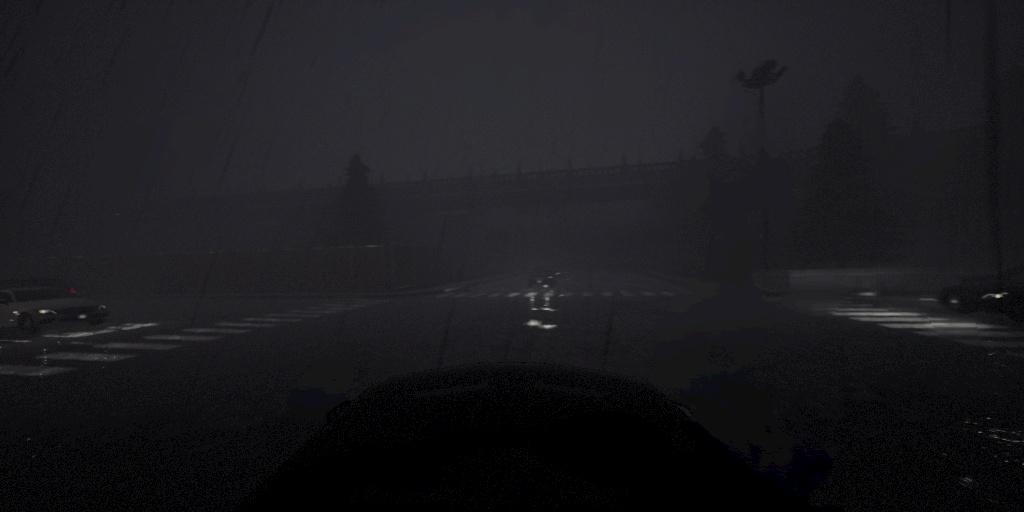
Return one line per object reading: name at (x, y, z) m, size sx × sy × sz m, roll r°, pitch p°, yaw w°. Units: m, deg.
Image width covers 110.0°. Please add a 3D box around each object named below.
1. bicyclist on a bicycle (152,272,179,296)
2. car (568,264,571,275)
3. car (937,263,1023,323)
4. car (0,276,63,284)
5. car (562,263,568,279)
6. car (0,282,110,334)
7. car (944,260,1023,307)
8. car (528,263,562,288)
bicyclist on a bicycle at (-24.457, 1.948, 25.317) m, size 0.582 × 1.620 × 1.656 m, roll -2°, pitch -1°, yaw 12°
car at (6.751, 1.683, 47.729) m, size 1.882 × 1.535 × 5.008 m, roll -2°, pitch -1°, yaw 13°
car at (14.720, 0.952, 9.584) m, size 4.674 × 1.442 × 1.812 m, roll -2°, pitch -1°, yaw 13°
car at (-24.505, 1.899, 17.880) m, size 4.553 × 1.767 × 2.097 m, roll -2°, pitch -1°, yaw 12°
car at (4.536, 1.628, 37.480) m, size 1.837 × 1.490 × 4.892 m, roll -2°, pitch -1°, yaw 12°
car at (-16.603, 1.796, 12.440) m, size 4.674 × 1.442 × 1.812 m, roll -2°, pitch -1°, yaw 12°
car at (18.616, 0.866, 12.148) m, size 4.892 × 1.490 × 1.837 m, roll -2°, pitch -1°, yaw 14°
car at (2.380, 1.531, 27.301) m, size 2.128 × 1.511 × 4.902 m, roll -2°, pitch -1°, yaw 12°
